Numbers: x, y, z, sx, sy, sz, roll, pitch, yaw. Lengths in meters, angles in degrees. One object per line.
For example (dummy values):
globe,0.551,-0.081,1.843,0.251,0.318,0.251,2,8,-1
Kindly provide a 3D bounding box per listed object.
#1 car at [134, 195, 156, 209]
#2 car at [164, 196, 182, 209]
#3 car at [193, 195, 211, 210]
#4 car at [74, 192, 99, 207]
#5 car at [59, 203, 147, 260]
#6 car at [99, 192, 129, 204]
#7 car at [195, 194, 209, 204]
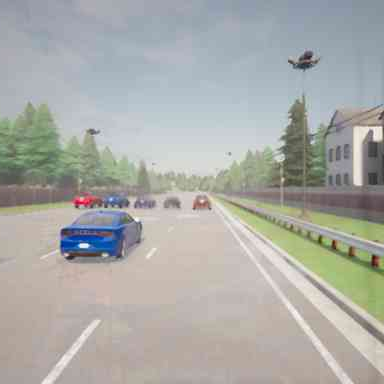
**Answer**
car,-5.850,1.112,41.678,2.097,1.767,4.553,0,0,2
car,-2.363,1.273,41.192,1.837,1.490,4.892,0,0,2
car,1.206,1.131,40.058,2.097,1.767,4.553,0,0,2
car,-12.857,0.973,41.522,2.150,2.045,5.566,0,0,2
car,-3.096,1.405,12.247,1.882,1.535,5.008,0,1,2
car,-9.359,0.978,41.421,2.150,2.045,5.566,0,0,2
car,1.654,1.186,55.449,2.128,1.511,4.902,0,0,1
